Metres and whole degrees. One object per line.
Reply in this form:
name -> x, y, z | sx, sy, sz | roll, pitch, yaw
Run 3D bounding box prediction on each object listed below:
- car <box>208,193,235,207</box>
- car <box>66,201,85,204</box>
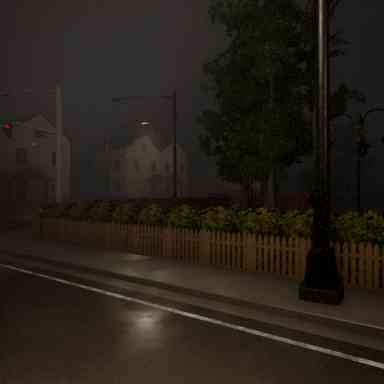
car -> 4.256, 1.221, 48.838 | 2.150, 2.045, 5.566 | 0, 0, 35
car -> -11.520, 1.547, 32.602 | 2.033, 1.411, 5.357 | 0, 0, 35
